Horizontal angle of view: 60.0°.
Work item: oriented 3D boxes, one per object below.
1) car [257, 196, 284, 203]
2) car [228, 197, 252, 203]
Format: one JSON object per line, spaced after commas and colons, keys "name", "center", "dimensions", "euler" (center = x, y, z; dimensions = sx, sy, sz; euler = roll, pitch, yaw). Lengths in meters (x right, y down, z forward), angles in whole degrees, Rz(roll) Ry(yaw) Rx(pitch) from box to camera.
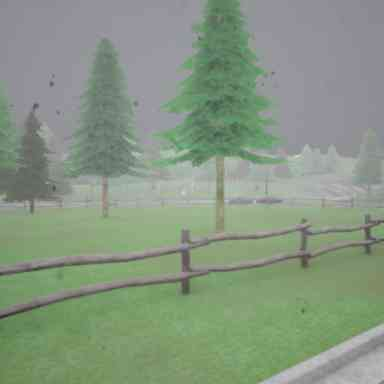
{"name": "car", "center": [13.771, 1.427, 58.636], "dimensions": [4.674, 1.442, 1.812], "euler": [0, 0, 30]}
{"name": "car", "center": [8.332, 1.477, 57.706], "dimensions": [4.181, 1.385, 1.994], "euler": [0, 0, 22]}
